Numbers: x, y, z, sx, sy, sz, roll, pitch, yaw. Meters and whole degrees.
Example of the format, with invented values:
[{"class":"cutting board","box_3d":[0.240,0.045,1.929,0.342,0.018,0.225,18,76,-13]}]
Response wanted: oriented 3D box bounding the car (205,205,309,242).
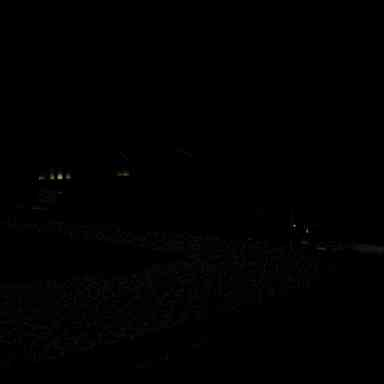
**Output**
[{"class":"car","box_3d":[2.930,1.390,15.731,4.902,1.511,2.128,1,1,34]}]
